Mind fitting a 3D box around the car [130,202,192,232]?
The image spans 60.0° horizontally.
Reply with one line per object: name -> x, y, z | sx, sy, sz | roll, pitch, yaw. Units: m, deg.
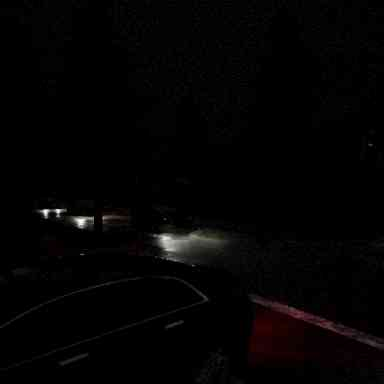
car -> -1.971, 1.401, 19.946 | 1.882, 1.535, 5.008 | 0, 0, -36

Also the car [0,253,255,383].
car -> -1.428, 1.501, 3.312 | 4.892, 1.490, 1.837 | -1, 2, -39

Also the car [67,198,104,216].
car -> -10.475, 1.402, 31.757 | 1.882, 1.535, 5.008 | 0, 0, -36

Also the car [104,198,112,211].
car -> -10.827, 1.430, 38.592 | 1.812, 1.442, 4.674 | 0, 0, -36

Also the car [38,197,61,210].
car -> -18.467, 1.450, 42.905 | 1.812, 1.442, 4.674 | 0, 0, -36

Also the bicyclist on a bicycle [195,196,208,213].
bicyclist on a bicycle -> 0.901, 1.175, 31.325 | 1.656, 1.620, 0.582 | -1, 0, -36

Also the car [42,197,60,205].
car -> -24.436, 1.505, 57.457 | 1.895, 1.301, 4.718 | 0, 0, -36
